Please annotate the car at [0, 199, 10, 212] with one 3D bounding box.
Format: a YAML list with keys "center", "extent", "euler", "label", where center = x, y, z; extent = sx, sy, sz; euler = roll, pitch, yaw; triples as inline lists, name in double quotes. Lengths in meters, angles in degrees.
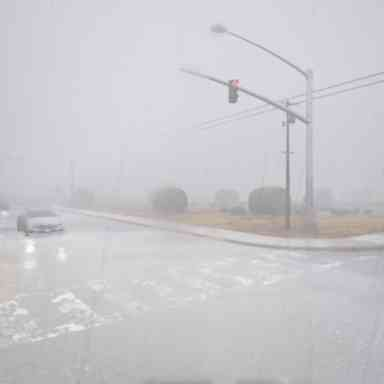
- center: [-22.111, 1.509, 38.047]
  extent: [1.994, 1.385, 4.181]
  euler: [0, 0, -35]
  label: "car"

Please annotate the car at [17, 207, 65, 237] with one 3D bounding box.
- center: [-8.435, 1.587, 18.335]
  extent: [1.812, 1.442, 4.674]
  euler: [0, 1, -35]
  label: "car"
